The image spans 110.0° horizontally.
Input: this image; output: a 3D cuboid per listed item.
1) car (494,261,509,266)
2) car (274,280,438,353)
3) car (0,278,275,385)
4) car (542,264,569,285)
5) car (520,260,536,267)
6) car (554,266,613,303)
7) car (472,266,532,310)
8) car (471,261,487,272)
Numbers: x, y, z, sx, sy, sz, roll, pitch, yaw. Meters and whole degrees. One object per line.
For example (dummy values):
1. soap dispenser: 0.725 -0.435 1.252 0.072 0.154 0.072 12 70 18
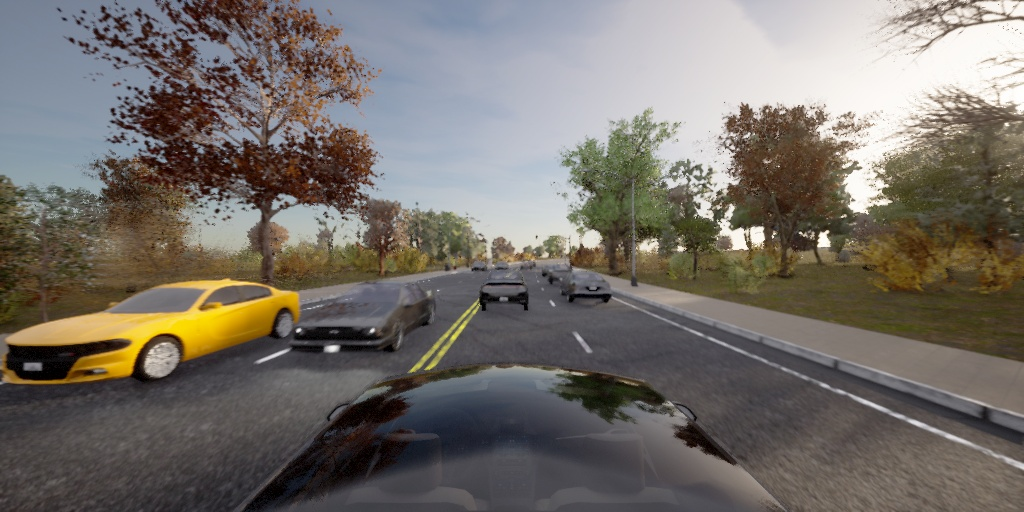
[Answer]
1. car: -1.467 1.549 51.897 1.837 1.490 4.892 0 -1 4
2. car: -3.290 1.347 9.277 2.033 1.411 5.357 0 0 1
3. car: -6.550 1.262 7.418 1.882 1.535 5.008 0 0 1
4. car: 3.783 1.411 28.417 2.128 1.511 4.902 0 0 2
5. car: 2.340 1.566 58.183 2.128 1.511 4.902 0 0 5
6. car: 3.441 1.403 17.498 2.033 1.411 5.357 0 0 1
7. car: -0.241 1.330 15.103 2.128 1.511 4.902 0 0 1
8. car: -4.706 1.550 52.188 1.837 1.490 4.892 0 -1 4
